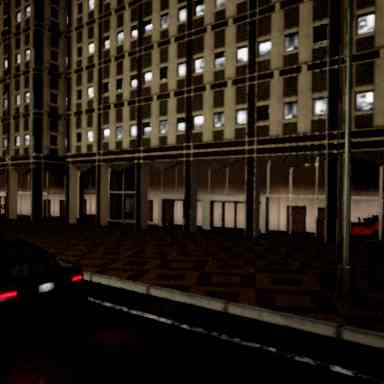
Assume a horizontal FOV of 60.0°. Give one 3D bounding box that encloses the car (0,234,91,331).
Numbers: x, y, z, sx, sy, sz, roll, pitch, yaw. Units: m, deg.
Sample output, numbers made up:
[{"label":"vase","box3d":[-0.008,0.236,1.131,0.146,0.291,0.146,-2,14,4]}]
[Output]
[{"label":"car","box3d":[-4.389,1.611,6.825,5.357,1.411,2.033,-1,0,36]}]
